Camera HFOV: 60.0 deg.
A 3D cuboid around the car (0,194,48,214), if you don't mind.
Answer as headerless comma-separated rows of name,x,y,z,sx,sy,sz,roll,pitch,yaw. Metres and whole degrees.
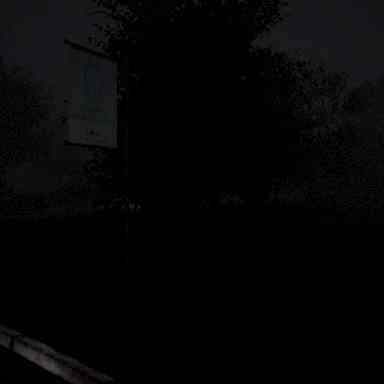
car,-18.597,1.218,36.066,2.150,2.045,5.566,0,0,39
